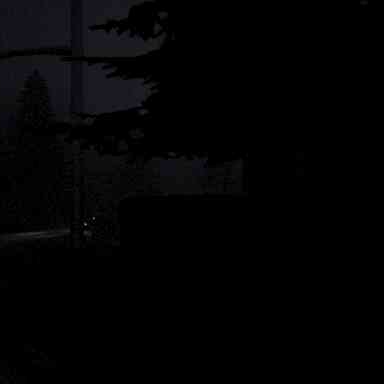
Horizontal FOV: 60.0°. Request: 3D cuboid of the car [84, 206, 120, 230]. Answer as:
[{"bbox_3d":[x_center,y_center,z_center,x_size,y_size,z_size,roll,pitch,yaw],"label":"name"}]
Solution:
[{"bbox_3d":[-4.994,1.586,21.389,1.895,1.301,4.718,0,0,36],"label":"car"}]
